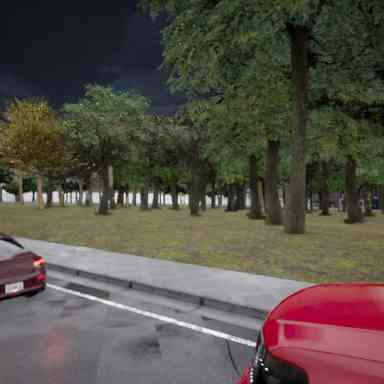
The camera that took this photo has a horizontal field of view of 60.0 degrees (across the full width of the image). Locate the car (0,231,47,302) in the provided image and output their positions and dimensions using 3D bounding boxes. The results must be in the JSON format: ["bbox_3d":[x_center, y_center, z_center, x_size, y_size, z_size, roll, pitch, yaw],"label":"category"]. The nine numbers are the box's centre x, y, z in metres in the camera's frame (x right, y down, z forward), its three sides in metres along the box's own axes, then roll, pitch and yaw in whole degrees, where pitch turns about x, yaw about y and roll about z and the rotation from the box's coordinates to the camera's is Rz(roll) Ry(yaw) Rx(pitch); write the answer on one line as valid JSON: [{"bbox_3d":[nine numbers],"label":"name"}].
[{"bbox_3d":[-5.015,1.528,7.243,4.674,1.442,1.812,0,0,36],"label":"car"}]

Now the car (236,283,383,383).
[{"bbox_3d":[2.943,1.221,1.586,5.566,2.045,2.150,0,0,35],"label":"car"}]
